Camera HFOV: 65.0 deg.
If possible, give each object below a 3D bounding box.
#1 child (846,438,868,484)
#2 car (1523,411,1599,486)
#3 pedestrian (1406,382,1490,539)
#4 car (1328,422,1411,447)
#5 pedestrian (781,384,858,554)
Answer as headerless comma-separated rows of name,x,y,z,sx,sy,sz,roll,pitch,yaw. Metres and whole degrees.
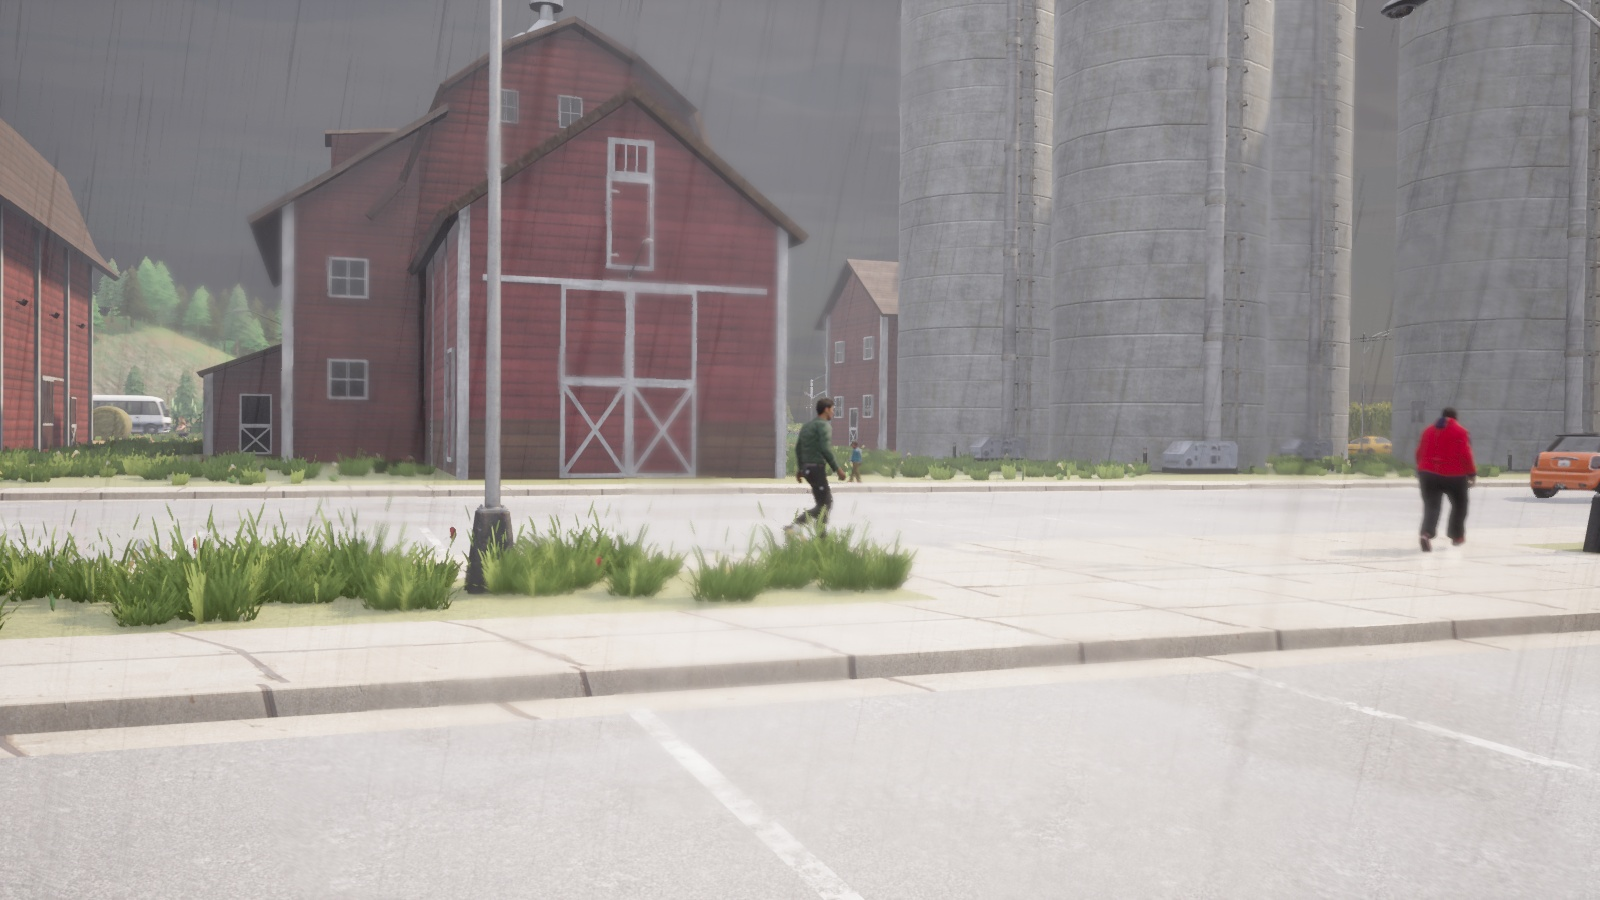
child,1.483,0.284,32.778,0.448,1.192,0.343,-1,1,-21
car,20.768,-0.081,31.552,4.553,1.767,2.097,-1,1,-21
pedestrian,7.911,0.117,15.331,0.899,1.844,0.634,-1,1,-42
car,37.977,-1.038,83.901,1.801,1.575,5.366,-1,1,-20
pedestrian,0.229,0.211,14.758,0.788,1.949,0.423,-1,1,-21
